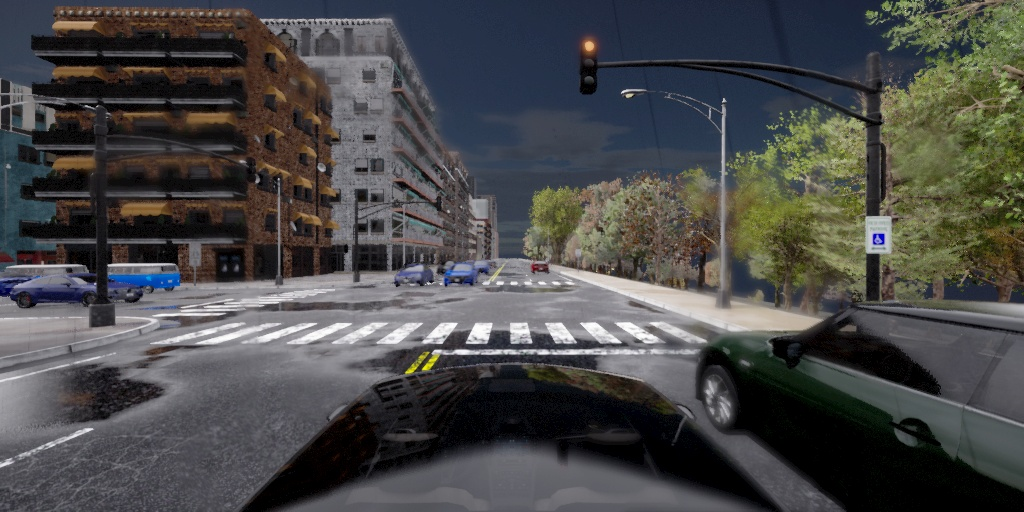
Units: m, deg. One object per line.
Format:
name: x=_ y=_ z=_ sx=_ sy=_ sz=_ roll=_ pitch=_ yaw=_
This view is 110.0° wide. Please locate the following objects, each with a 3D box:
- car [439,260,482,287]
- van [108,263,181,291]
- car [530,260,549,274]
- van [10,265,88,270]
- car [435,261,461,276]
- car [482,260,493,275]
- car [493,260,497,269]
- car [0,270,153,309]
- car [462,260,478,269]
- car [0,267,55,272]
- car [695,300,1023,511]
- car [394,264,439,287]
car: x=-3.429 y=1.245 z=24.830 sx=1.882 sy=1.535 sz=5.008 roll=0 pitch=0 yaw=0
van: x=-22.783 y=1.351 z=21.946 sx=3.998 sy=1.789 sz=1.690 roll=0 pitch=0 yaw=-1
car: x=3.222 y=1.234 z=42.309 sx=1.882 sy=1.535 sz=5.008 roll=0 pitch=0 yaw=0
van: x=-28.384 y=1.425 z=21.851 sx=3.998 sy=1.789 sz=1.690 roll=0 pitch=0 yaw=-1
car: x=-6.715 y=1.260 z=38.008 sx=1.837 sy=1.490 sz=4.892 roll=0 pitch=0 yaw=0
car: x=-3.468 y=1.232 z=39.245 sx=1.882 sy=1.535 sz=5.008 roll=0 pitch=0 yaw=0
car: x=-3.509 y=1.329 z=57.899 sx=1.994 sy=1.385 sz=4.181 roll=0 pitch=0 yaw=0
car: x=-19.572 y=1.517 z=16.199 sx=4.674 sy=1.442 sz=1.812 roll=-1 pitch=0 yaw=0
car: x=-6.760 y=1.329 z=57.937 sx=1.994 sy=1.385 sz=4.181 roll=0 pitch=0 yaw=0
car: x=-28.439 y=1.572 z=19.265 sx=5.008 sy=1.535 sz=1.882 roll=-1 pitch=0 yaw=-1
car: x=3.347 y=1.102 z=2.651 sx=2.097 sy=1.767 sz=4.553 roll=0 pitch=0 yaw=0
car: x=-6.675 y=1.301 z=24.946 sx=1.812 sy=1.442 sz=4.674 roll=0 pitch=1 yaw=0
